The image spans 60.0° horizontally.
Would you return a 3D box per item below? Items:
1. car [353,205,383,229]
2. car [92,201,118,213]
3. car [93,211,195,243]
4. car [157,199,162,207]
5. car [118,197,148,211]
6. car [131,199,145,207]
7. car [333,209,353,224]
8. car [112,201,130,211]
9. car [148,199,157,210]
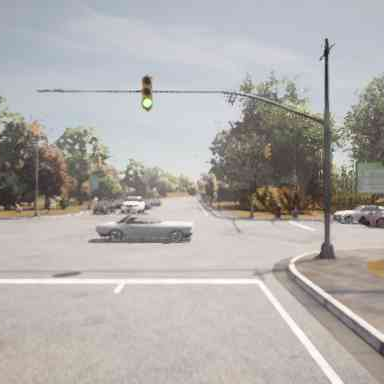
[{"bbox_3d":[13.767,1.775,22.760,4.181,1.385,1.994,0,-1,3],"label":"car"},{"bbox_3d":[-10.649,1.876,40.441,1.837,1.490,4.892,0,-1,0],"label":"car"},{"bbox_3d":[-2.195,1.754,16.533,4.718,1.301,1.895,0,-1,3],"label":"car"},{"bbox_3d":[-7.084,2.161,66.817,2.033,1.411,5.357,0,-1,0],"label":"car"},{"bbox_3d":[-7.148,1.597,40.819,2.150,2.045,5.566,0,-1,0],"label":"car"},{"bbox_3d":[-10.584,2.106,65.339,1.837,1.490,4.892,0,-1,0],"label":"car"},{"bbox_3d":[13.604,1.770,26.275,4.674,1.442,1.812,0,-1,3],"label":"car"},{"bbox_3d":[-10.665,2.028,50.569,1.994,1.385,4.181,0,0,-2],"label":"car"},{"bbox_3d":[-7.153,2.021,51.502,2.033,1.411,5.357,0,-1,0],"label":"car"}]
